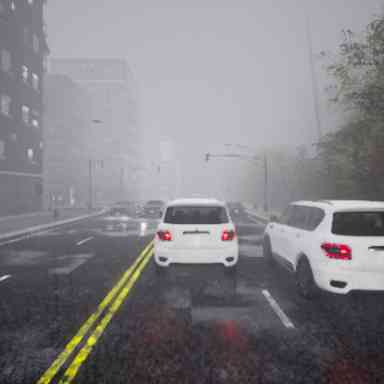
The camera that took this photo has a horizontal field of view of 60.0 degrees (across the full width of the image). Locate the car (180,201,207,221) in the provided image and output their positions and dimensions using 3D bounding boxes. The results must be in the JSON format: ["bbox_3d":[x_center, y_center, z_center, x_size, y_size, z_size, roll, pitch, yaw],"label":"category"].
[{"bbox_3d":[0.112,1.482,27.488,2.033,1.411,5.357,0,0,0],"label":"car"}]

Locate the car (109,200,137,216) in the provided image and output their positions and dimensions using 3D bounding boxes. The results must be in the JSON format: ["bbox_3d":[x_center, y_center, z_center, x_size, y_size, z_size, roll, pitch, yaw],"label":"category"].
[{"bbox_3d":[-6.499,1.473,31.877,2.033,1.411,5.357,0,0,0],"label":"car"}]

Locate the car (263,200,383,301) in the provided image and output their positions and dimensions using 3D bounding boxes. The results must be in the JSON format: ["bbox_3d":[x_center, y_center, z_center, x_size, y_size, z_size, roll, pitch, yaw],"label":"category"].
[{"bbox_3d":[3.354,1.200,8.387,2.150,2.045,5.566,0,0,0],"label":"car"}]

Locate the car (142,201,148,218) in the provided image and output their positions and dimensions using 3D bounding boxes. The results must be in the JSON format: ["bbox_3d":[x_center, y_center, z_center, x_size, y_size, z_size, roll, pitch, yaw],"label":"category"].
[{"bbox_3d":[-3.271,1.437,29.663,1.837,1.490,4.892,0,0,1],"label":"car"}]

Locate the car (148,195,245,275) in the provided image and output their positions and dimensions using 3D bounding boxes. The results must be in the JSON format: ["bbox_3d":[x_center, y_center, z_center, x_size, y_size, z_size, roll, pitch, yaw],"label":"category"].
[{"bbox_3d":[0.105,1.195,10.524,2.150,2.045,5.566,0,0,0],"label":"car"}]

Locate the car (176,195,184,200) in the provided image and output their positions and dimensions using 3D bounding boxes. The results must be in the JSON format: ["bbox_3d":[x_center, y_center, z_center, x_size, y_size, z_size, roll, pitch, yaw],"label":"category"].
[{"bbox_3d":[-3.215,1.420,89.507,1.895,1.301,4.718,0,0,0],"label":"car"}]

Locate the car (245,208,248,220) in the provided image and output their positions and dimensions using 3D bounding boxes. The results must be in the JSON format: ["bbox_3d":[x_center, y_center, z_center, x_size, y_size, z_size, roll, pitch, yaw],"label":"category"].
[{"bbox_3d":[3.362,1.481,27.517,2.033,1.411,5.357,0,0,0],"label":"car"}]
